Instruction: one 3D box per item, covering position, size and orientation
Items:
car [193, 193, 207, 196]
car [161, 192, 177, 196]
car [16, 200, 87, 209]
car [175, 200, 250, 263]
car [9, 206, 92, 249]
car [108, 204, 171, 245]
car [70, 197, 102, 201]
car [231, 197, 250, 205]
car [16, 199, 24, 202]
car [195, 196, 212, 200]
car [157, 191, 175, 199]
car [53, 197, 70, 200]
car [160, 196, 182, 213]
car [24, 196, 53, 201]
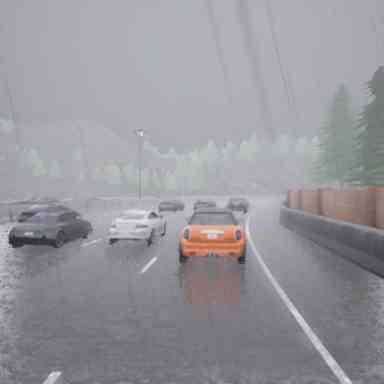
[{"bbox_3d":[2.008,0.925,82.986,2.097,1.767,4.553,0,0,31],"label":"car"},{"bbox_3d":[-5.141,1.281,84.613,2.033,1.411,5.357,0,0,29],"label":"car"},{"bbox_3d":[-8.746,1.475,20.848,1.837,1.490,4.892,0,0,8],"label":"car"},{"bbox_3d":[0.800,1.346,12.154,2.097,1.767,4.553,0,0,5],"label":"car"},{"bbox_3d":[-5.989,1.543,14.598,1.994,1.385,4.181,0,0,6],"label":"car"},{"bbox_3d":[-2.401,1.512,15.383,1.812,1.442,4.674,0,0,6],"label":"car"},{"bbox_3d":[-14.179,1.447,45.835,1.837,1.490,4.892,0,0,17],"label":"car"},{"bbox_3d":[5.073,1.341,36.044,2.097,1.767,4.553,0,0,15],"label":"car"},{"bbox_3d":[-23.937,1.398,49.815,1.882,1.535,5.008,0,0,17],"label":"car"},{"bbox_3d":[1.498,1.473,36.233,2.128,1.511,4.902,0,0,14],"label":"car"},{"bbox_3d":[-6.853,0.856,88.627,2.150,2.045,5.566,0,0,31],"label":"car"},{"bbox_3d":[-17.227,1.461,47.808,1.812,1.442,4.674,0,0,17],"label":"car"},{"bbox_3d":[-2.122,1.466,36.197,2.128,1.511,4.902,0,0,14],"label":"car"},{"bbox_3d":[-21.013,1.431,47.375,1.837,1.490,4.892,0,0,16],"label":"car"}]
